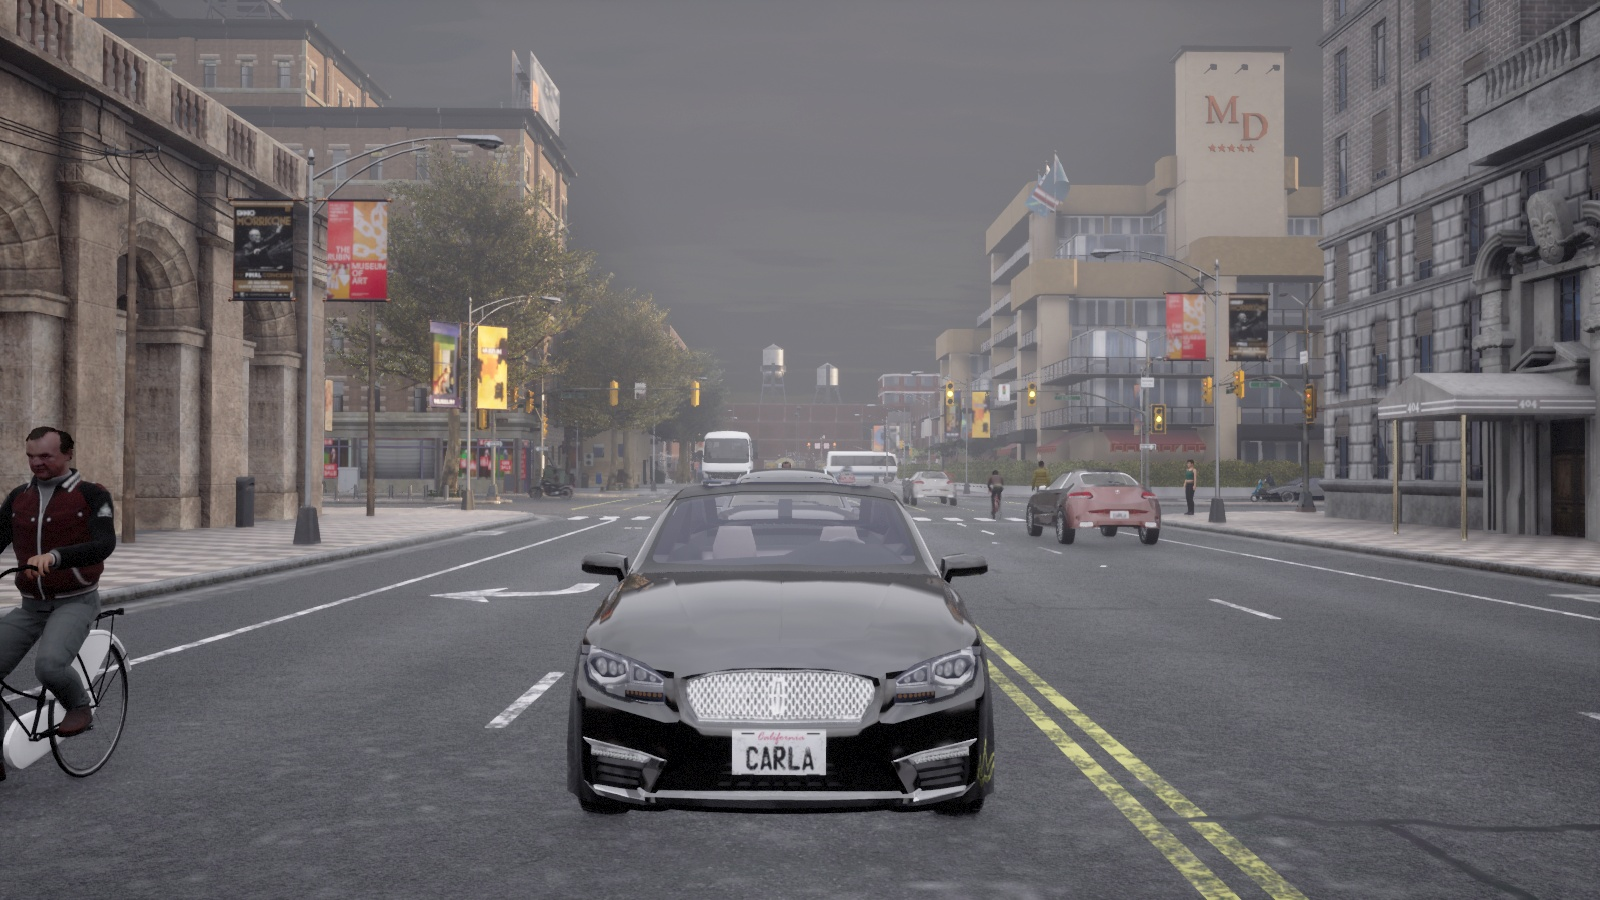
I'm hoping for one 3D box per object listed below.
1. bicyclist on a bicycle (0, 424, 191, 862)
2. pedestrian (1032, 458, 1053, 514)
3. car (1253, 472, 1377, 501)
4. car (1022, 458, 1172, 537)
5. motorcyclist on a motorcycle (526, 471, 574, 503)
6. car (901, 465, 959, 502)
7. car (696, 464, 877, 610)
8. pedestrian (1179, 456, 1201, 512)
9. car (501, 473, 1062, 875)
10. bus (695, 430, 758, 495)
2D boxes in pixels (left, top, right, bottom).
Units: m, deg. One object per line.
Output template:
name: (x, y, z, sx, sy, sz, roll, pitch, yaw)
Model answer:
bicyclist on a bicycle: (-3.575, 0.796, 5.776, 0.659, 1.776, 1.843, 0, -1, 0)
pedestrian: (8.035, 1.191, 41.583, 0.431, 1.840, 0.709, -1, -1, 35)
car: (25.783, 1.814, 63.007, 5.357, 1.411, 2.033, 0, -1, -1)
car: (6.669, 1.049, 28.851, 2.152, 1.651, 5.027, 0, -1, -1)
motorcyclist on a motorcycle: (-13.122, 1.921, 65.874, 2.350, 1.649, 0.766, 0, 0, 5)
car: (6.093, 1.563, 59.355, 2.152, 1.651, 5.027, 0, -1, -1)
car: (-0.165, 1.024, 16.622, 2.033, 1.649, 4.856, 0, -1, 0)
pedestrian: (12.871, 1.114, 41.451, 0.594, 1.836, 0.345, 0, -1, -17)
car: (-0.075, 0.892, 7.228, 2.128, 1.511, 4.902, 0, -1, 0)
bus: (-4.931, 0.914, 86.961, 3.944, 4.253, 10.273, 0, -1, -1)
